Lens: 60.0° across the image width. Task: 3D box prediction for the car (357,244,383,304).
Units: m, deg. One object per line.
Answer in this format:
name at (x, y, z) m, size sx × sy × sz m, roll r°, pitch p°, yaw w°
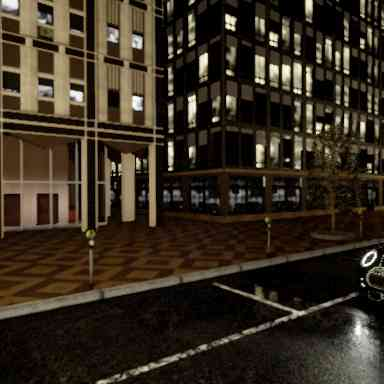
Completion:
car at (5.476, 1.303, 7.012) m, size 4.553 × 1.767 × 2.097 m, roll 0°, pitch 0°, yaw -36°
